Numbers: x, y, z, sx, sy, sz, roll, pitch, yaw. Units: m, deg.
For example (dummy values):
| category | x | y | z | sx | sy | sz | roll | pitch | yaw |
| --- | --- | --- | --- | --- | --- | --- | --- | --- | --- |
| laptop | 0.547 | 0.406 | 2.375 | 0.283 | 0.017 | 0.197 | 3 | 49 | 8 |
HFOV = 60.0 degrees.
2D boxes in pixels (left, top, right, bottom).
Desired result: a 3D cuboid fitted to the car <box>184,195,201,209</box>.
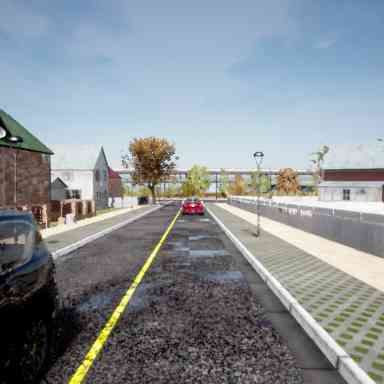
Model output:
| category | x | y | z | sx | sy | sz | roll | pitch | yaw |
| --- | --- | --- | --- | --- | --- | --- | --- | --- | --- |
| car | 0.070 | 1.353 | 45.120 | 2.097 | 1.767 | 4.553 | 0 | 0 | 0 |

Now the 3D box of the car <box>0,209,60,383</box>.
| category | x | y | z | sx | sy | sz | roll | pitch | yaw |
| --- | --- | --- | --- | --- | --- | --- | --- | --- | --- |
| car | -2.852 | 1.220 | 2.279 | 2.150 | 2.045 | 5.566 | 0 | 0 | 0 |

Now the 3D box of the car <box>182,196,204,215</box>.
| category | x | y | z | sx | sy | sz | roll | pitch | yaw |
| --- | --- | --- | --- | --- | --- | --- | --- | --- | --- |
| car | 0.076 | 1.345 | 34.038 | 2.097 | 1.767 | 4.553 | 0 | 0 | 0 |
